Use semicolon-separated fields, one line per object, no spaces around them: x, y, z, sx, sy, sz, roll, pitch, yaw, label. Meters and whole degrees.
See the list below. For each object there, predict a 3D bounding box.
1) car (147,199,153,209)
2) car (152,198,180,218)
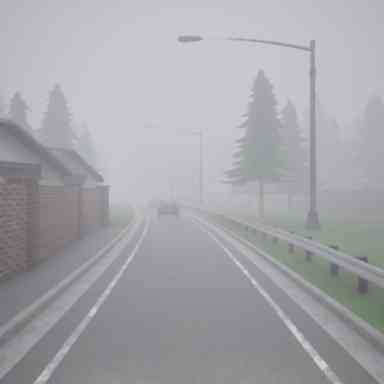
-5.011;1.570;45.600;1.994;1.385;4.181;0;0;-12;car
-2.207;1.493;29.995;2.128;1.511;4.902;0;0;-8;car
